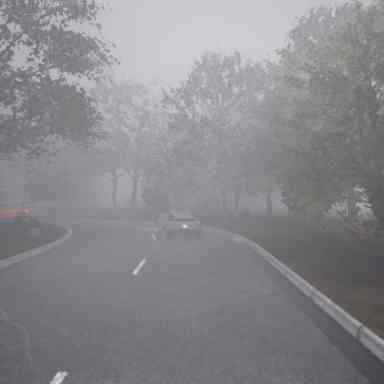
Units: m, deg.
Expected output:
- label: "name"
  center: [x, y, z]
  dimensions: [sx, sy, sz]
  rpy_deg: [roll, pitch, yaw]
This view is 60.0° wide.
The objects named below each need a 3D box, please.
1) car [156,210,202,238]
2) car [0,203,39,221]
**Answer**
- label: "car"
  center: [-0.816, 1.724, 18.760]
  dimensions: [1.994, 1.385, 4.181]
  rpy_deg: [1, -1, -13]
- label: "car"
  center: [-16.421, 1.791, 30.106]
  dimensions: [4.553, 1.767, 2.097]
  rpy_deg: [-1, -3, 5]
